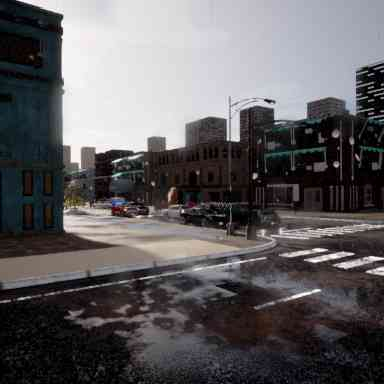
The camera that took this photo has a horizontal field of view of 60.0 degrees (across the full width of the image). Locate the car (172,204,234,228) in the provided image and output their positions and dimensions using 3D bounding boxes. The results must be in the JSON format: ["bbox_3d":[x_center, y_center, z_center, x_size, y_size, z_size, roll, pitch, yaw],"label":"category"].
[{"bbox_3d":[0.713,1.814,24.563,1.947,1.339,4.313,-1,0,-35],"label":"car"}]

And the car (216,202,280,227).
[{"bbox_3d":[4.189,1.547,24.246,2.097,1.767,4.553,-1,0,-34],"label":"car"}]

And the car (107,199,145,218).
[{"bbox_3d":[-7.219,1.846,35.952,1.967,1.590,4.097,-1,0,-35],"label":"car"}]

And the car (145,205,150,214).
[{"bbox_3d":[-6.814,1.918,39.890,1.837,1.490,4.892,-1,0,-35],"label":"car"}]

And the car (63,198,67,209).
[{"bbox_3d":[-23.129,2.233,58.388,1.752,1.417,4.829,-1,0,-35],"label":"car"}]

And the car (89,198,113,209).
[{"bbox_3d":[-15.847,2.202,58.145,1.895,1.301,4.718,-1,0,-35],"label":"car"}]

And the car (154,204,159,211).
[{"bbox_3d":[-3.583,1.966,45.316,1.802,1.307,4.206,-2,0,-35],"label":"car"}]

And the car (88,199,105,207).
[{"bbox_3d":[-19.594,2.227,67.891,1.887,1.381,4.507,-1,0,-35],"label":"car"}]

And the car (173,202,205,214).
[{"bbox_3d":[-0.381,1.903,40.802,1.802,1.307,4.206,-2,0,-35],"label":"car"}]

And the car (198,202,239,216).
[{"bbox_3d":[2.820,1.809,36.287,2.008,1.369,4.403,-2,0,-35],"label":"car"}]

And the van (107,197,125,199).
[{"bbox_3d":[-13.195,1.907,58.861,1.690,1.788,3.998,-1,0,-35],"label":"van"}]

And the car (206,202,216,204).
[{"bbox_3d":[1.528,1.760,33.596,2.128,1.511,4.902,-1,0,-35],"label":"car"}]

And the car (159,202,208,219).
[{"bbox_3d":[-0.906,1.898,31.549,1.895,1.301,4.718,-1,0,-35],"label":"car"}]
